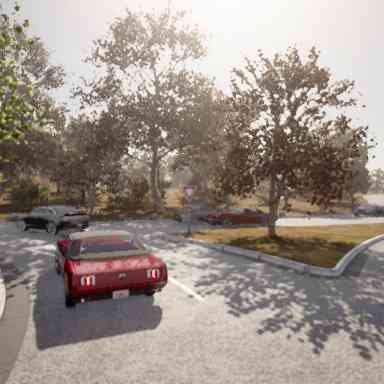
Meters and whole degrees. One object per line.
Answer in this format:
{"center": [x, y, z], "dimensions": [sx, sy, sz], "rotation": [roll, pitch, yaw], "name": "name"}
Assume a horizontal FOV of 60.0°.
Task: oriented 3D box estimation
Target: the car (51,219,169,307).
{"center": [-2.251, 1.597, 8.139], "dimensions": [1.895, 1.301, 4.718], "rotation": [0, 0, -25], "name": "car"}

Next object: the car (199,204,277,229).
{"center": [3.198, 1.649, 22.010], "dimensions": [4.718, 1.301, 1.895], "rotation": [1, 0, -25], "name": "car"}

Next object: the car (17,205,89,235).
{"center": [-7.774, 1.484, 18.421], "dimensions": [4.902, 1.511, 2.128], "rotation": [0, 0, 34], "name": "car"}

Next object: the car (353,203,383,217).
{"center": [18.693, 1.889, 34.985], "dimensions": [4.181, 1.385, 1.994], "rotation": [1, 0, -41], "name": "car"}

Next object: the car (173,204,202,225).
{"center": [0.699, 1.600, 24.283], "dimensions": [4.181, 1.385, 1.994], "rotation": [1, 0, -27], "name": "car"}
